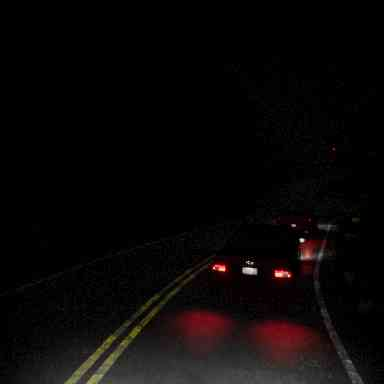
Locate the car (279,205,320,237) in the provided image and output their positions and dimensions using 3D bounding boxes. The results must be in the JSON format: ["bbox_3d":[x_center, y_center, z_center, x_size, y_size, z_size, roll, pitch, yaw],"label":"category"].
[{"bbox_3d":[5.968,1.489,18.536,1.882,1.535,5.008,2,1,23],"label":"car"}]

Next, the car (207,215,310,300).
[{"bbox_3d":[1.878,1.550,8.691,2.033,1.411,5.357,2,0,18],"label":"car"}]
